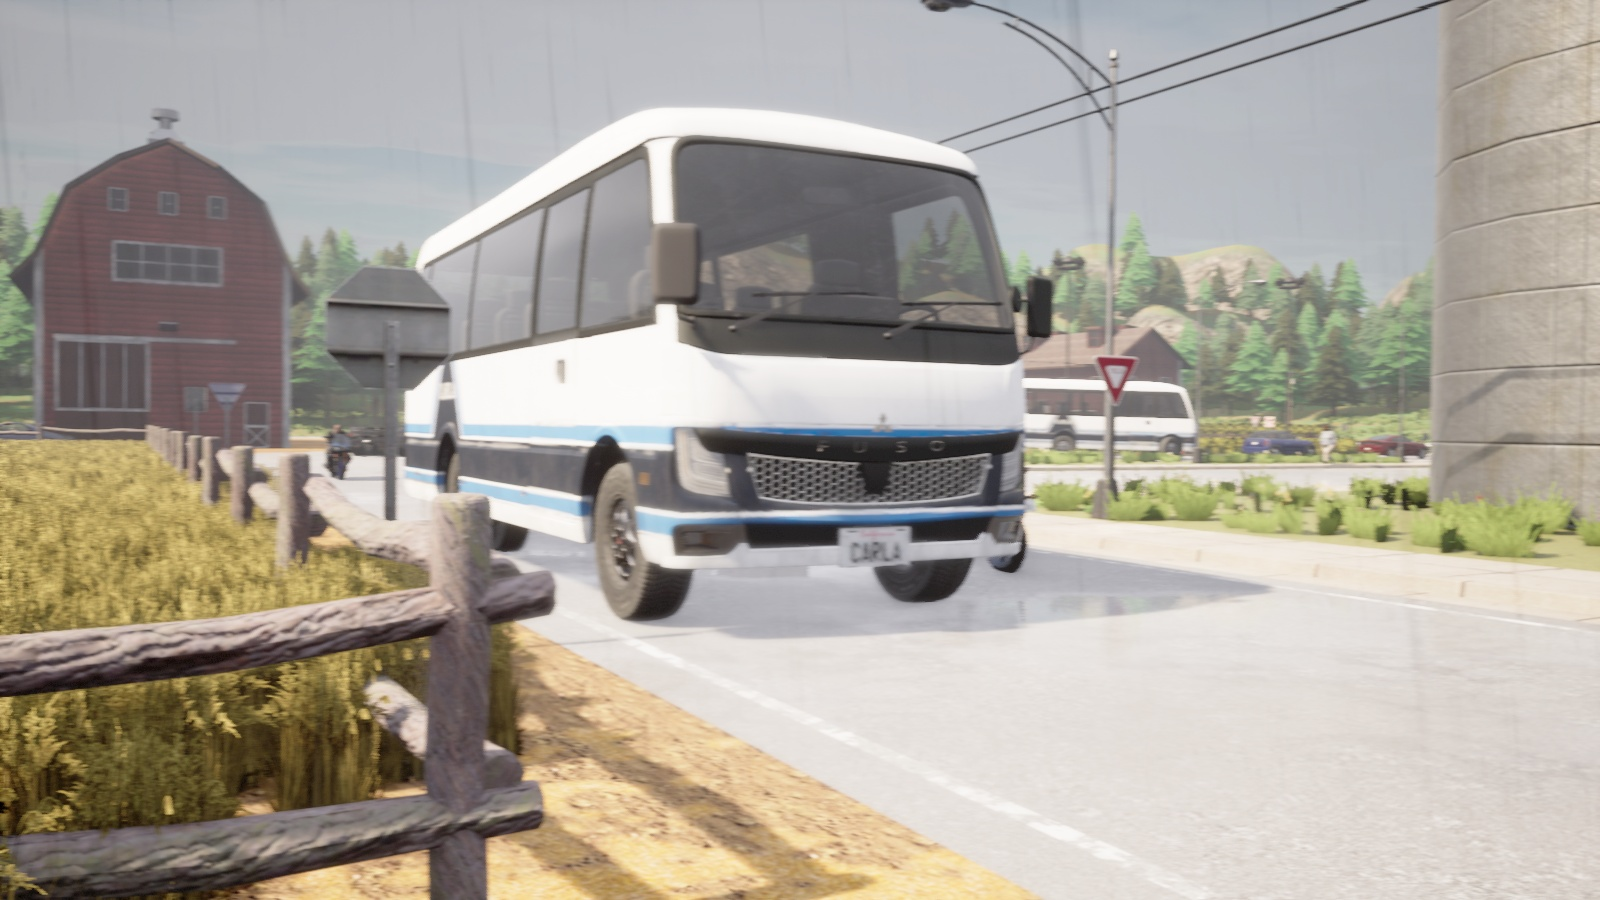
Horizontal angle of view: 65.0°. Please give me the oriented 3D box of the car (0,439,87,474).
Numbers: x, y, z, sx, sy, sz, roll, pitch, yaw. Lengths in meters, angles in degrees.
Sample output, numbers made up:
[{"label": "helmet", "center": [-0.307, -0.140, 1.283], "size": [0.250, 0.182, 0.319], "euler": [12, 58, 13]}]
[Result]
[{"label": "car", "center": [-32.262, 0.248, 52.456], "size": [4.181, 1.385, 1.994], "euler": [-1, 1, -26]}]

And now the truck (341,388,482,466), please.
[{"label": "truck", "center": [-18.236, -1.096, 59.599], "size": [2.891, 3.462, 7.936], "euler": [0, 1, 12]}]

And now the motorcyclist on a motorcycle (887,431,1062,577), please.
[{"label": "motorcyclist on a motorcycle", "center": [1.946, 0.556, 14.379], "size": [0.866, 1.530, 2.191], "euler": [-1, 1, -27]}]

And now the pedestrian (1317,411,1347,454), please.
[{"label": "pedestrian", "center": [23.361, -0.769, 55.139], "size": [0.900, 1.855, 0.874], "euler": [-1, 1, -30]}]

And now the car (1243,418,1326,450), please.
[{"label": "car", "center": [28.497, -0.953, 73.906], "size": [4.553, 1.767, 2.097], "euler": [-1, 1, -28]}]

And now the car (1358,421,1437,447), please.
[{"label": "car", "center": [37.462, -1.011, 78.740], "size": [5.008, 1.535, 1.882], "euler": [-1, 1, -28]}]

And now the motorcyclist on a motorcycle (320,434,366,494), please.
[{"label": "motorcyclist on a motorcycle", "center": [-12.346, 0.351, 33.894], "size": [0.866, 1.530, 2.191], "euler": [-1, 1, -28]}]

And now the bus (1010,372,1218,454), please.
[{"label": "bus", "center": [16.820, -1.965, 67.982], "size": [10.273, 4.253, 3.944], "euler": [1, 0, 1]}]

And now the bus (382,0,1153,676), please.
[{"label": "bus", "center": [-1.443, -0.802, 13.265], "size": [3.944, 4.253, 10.273], "euler": [-1, 1, -28]}]
